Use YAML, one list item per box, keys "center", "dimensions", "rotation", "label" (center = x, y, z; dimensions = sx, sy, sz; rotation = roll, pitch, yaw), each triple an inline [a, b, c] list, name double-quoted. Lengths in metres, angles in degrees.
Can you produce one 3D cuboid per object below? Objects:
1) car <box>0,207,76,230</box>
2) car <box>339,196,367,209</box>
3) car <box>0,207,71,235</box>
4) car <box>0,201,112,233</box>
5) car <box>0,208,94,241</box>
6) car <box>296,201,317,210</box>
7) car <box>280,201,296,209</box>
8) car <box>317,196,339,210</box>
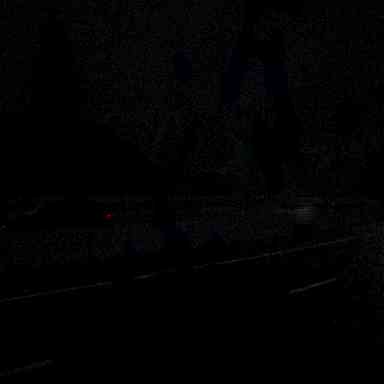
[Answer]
- center: [-11.996, 1.967, 25.616]
  dimensions: [5.357, 1.411, 2.033]
  rotation: [0, -1, -37]
  label: "car"
- center: [22.248, 1.577, 45.343]
  dimensions: [2.150, 2.045, 5.566]
  rotation: [-1, -1, 38]
  label: "car"
- center: [-10.916, 1.845, 22.107]
  dimensions: [5.008, 1.535, 1.882]
  rotation: [0, -1, -37]
  label: "car"
- center: [-6.755, 1.485, 16.463]
  dimensions: [5.566, 2.045, 2.150]
  rotation: [0, -1, -37]
  label: "car"
- center: [-8.518, 1.793, 19.528]
  dimensions: [5.008, 1.535, 1.882]
  rotation: [0, -1, -37]
  label: "car"
- center: [18.271, 2.072, 51.750]
  dimensions: [1.895, 1.301, 4.718]
  rotation: [-1, -1, 36]
  label: "car"
- center: [16.168, 2.127, 54.815]
  dimensions: [1.895, 1.301, 4.718]
  rotation: [-1, -1, 36]
  label: "car"
- center: [20.722, 1.640, 49.203]
  dimensions: [2.150, 2.045, 5.566]
  rotation: [-1, -1, 37]
  label: "car"
